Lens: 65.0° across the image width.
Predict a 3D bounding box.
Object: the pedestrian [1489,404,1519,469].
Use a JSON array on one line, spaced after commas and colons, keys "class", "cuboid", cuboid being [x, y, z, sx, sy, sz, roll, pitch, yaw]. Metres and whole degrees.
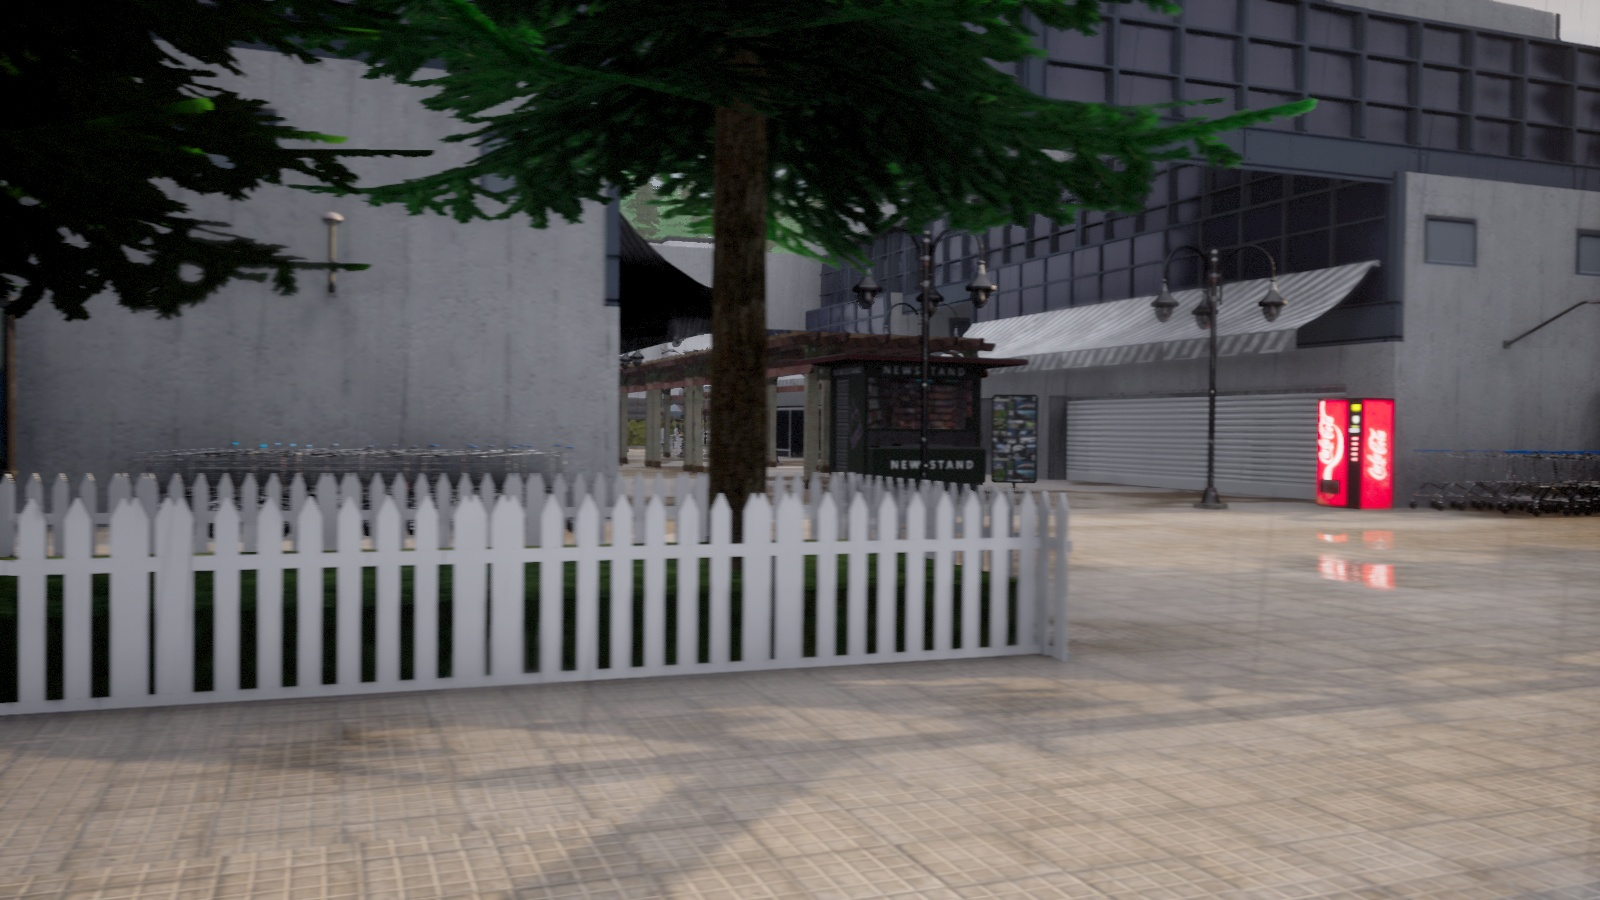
[{"class": "pedestrian", "cuboid": [21.254, -0.417, 37.908, 0.788, 1.949, 0.423, -1, 1, -25]}]
